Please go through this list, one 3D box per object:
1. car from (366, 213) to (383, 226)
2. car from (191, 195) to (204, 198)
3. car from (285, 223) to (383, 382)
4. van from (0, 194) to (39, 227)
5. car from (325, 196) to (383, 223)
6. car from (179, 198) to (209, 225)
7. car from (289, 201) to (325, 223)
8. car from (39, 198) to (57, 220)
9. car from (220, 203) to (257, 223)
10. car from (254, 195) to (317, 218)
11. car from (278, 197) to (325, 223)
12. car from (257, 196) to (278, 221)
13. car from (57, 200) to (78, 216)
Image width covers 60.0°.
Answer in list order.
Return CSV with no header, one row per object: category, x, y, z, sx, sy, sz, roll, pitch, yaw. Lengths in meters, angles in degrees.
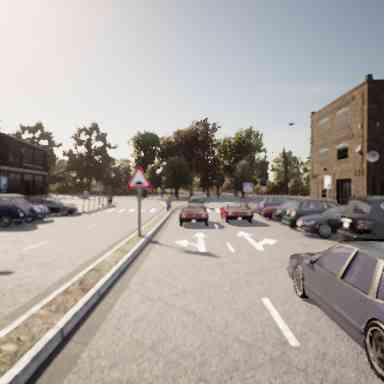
car,7.458,1.427,8.033,5.366,1.575,1.946,0,0,0
car,0.719,1.177,39.820,1.837,1.490,4.892,0,1,6
car,3.103,1.514,5.263,2.033,1.411,5.357,0,0,0
van,-12.393,1.133,20.846,4.442,1.987,1.878,0,0,0
car,7.673,1.162,10.789,5.566,2.045,2.435,0,0,0
car,0.111,1.411,22.598,1.895,1.301,4.718,0,2,0
car,7.653,1.382,16.304,4.892,1.521,2.231,0,0,0
car,-12.538,1.206,23.755,4.553,1.767,2.185,0,1,0
car,3.102,1.442,23.965,1.895,1.301,4.718,0,0,0
car,7.620,1.162,27.340,4.553,1.767,2.185,0,1,0
car,7.616,1.235,19.065,4.553,1.767,2.185,0,0,0
car,7.655,1.315,24.579,5.008,1.535,2.097,0,1,0
car,-12.471,1.302,29.191,4.792,1.488,2.163,0,1,0
